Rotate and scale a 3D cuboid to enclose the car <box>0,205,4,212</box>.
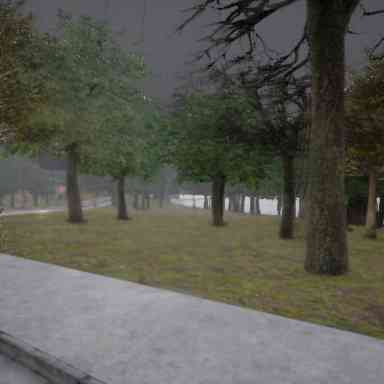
[{"bbox_3d":[-40.073,3.301,67.041,2.128,1.511,4.902,0,-2,-10],"label":"car"}]

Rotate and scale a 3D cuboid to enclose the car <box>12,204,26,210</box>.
[{"bbox_3d":[-42.587,3.682,81.929,2.033,1.411,5.357,0,-2,-10],"label":"car"}]

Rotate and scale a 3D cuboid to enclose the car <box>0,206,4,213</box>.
[{"bbox_3d":[-30.842,2.508,51.405,2.097,1.767,4.553,0,-2,-10],"label":"car"}]
